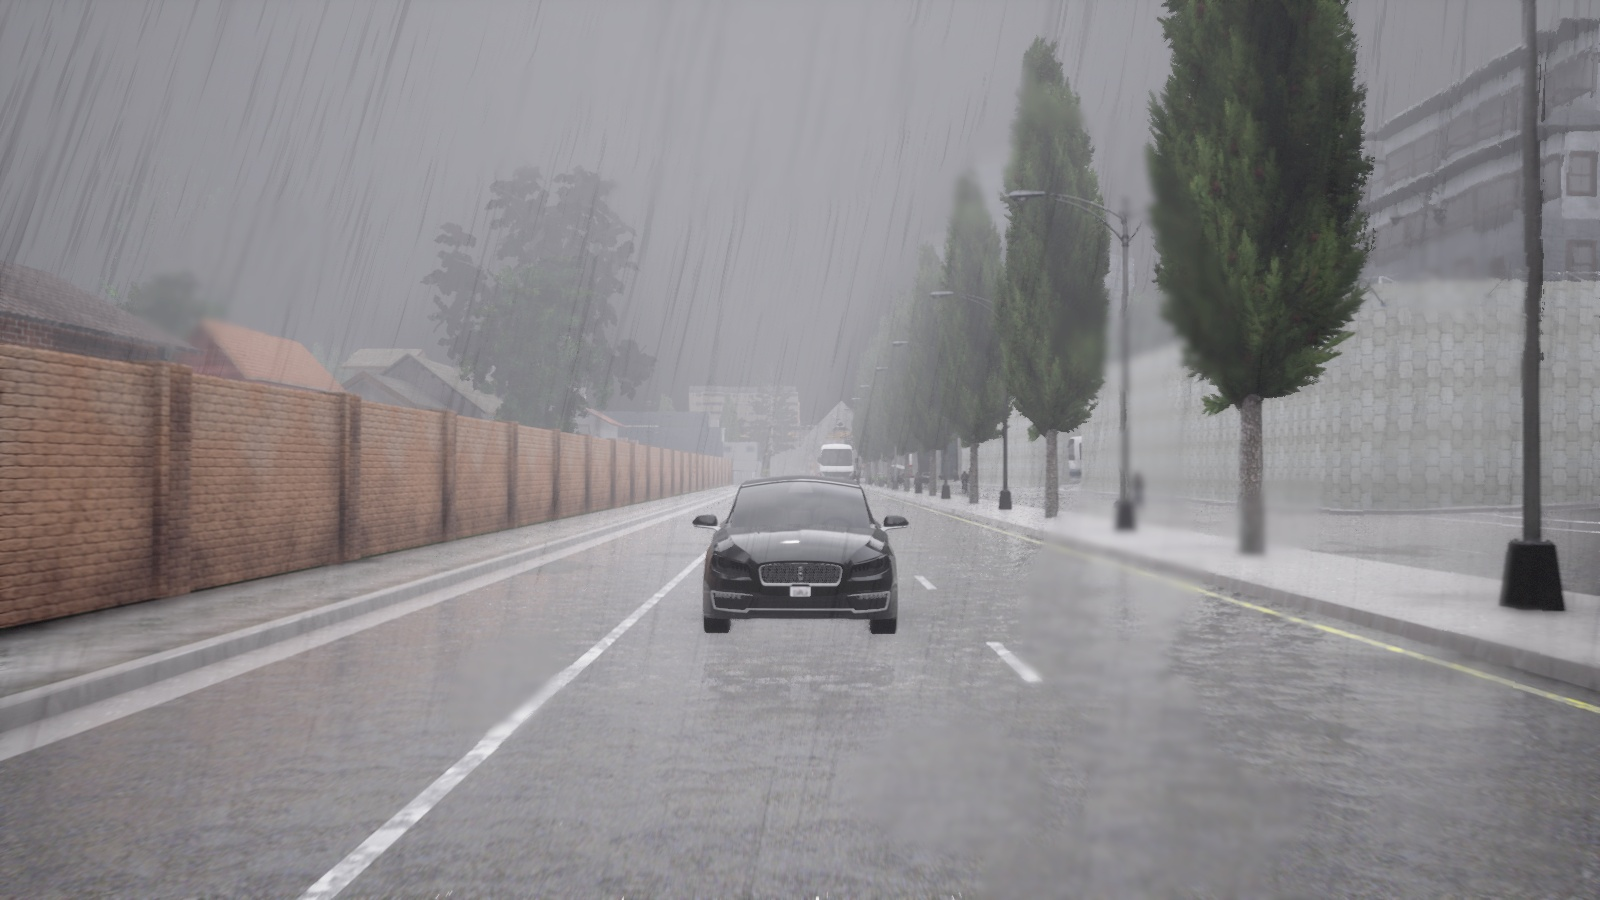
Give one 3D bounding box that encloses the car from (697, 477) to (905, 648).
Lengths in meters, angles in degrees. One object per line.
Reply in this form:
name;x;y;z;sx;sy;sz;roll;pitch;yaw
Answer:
car;0.010;1.047;13.558;1.837;1.490;4.892;0;-1;0
